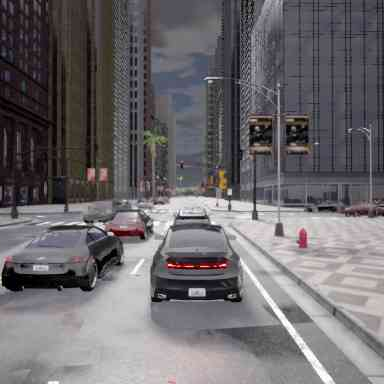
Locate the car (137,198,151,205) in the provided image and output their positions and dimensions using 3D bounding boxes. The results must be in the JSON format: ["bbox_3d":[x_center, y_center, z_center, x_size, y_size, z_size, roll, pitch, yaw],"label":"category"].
[{"bbox_3d":[-9.849,1.914,68.207,2.033,1.411,5.357,0,0,0],"label":"car"}]

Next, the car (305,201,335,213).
[{"bbox_3d":[15.133,1.663,37.817,4.313,1.339,1.947,0,0,-1],"label":"car"}]

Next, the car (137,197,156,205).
[{"bbox_3d":[-6.627,1.816,47.544,1.895,1.301,4.718,0,0,-1],"label":"car"}]

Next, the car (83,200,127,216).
[{"bbox_3d":[-6.637,1.424,25.238,2.097,1.767,4.553,0,0,0],"label":"car"}]

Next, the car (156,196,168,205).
[{"bbox_3d":[-6.612,1.839,67.620,1.882,1.535,5.008,0,-1,0],"label":"car"}]

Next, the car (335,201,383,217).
[{"bbox_3d":[15.275,1.577,29.294,4.206,1.307,1.802,0,0,-1],"label":"car"}]

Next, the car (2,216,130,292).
[{"bbox_3d":[-3.168,1.576,9.026,1.994,1.385,4.181,0,0,1],"label":"car"}]

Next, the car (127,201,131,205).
[{"bbox_3d":[-9.914,1.777,47.392,1.994,1.385,4.181,0,0,0],"label":"car"}]

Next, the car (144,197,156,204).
[{"bbox_3d":[-9.861,1.979,78.806,2.128,1.511,4.902,0,0,0],"label":"car"}]

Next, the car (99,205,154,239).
[{"bbox_3d":[-3.173,1.602,17.425,1.994,1.385,4.181,0,0,0],"label":"car"}]

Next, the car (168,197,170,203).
[{"bbox_3d":[-6.615,1.828,82.592,2.097,1.767,4.553,0,0,0],"label":"car"}]

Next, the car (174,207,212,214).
[{"bbox_3d":[0.025,1.530,17.572,2.128,1.511,4.902,0,0,0],"label":"car"}]

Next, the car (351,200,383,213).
[{"bbox_3d":[20.772,1.644,37.913,4.313,1.339,1.947,0,0,-1],"label":"car"}]

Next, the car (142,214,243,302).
[{"bbox_3d":[0.090,1.515,8.251,1.837,1.490,4.892,0,0,0],"label":"car"}]
